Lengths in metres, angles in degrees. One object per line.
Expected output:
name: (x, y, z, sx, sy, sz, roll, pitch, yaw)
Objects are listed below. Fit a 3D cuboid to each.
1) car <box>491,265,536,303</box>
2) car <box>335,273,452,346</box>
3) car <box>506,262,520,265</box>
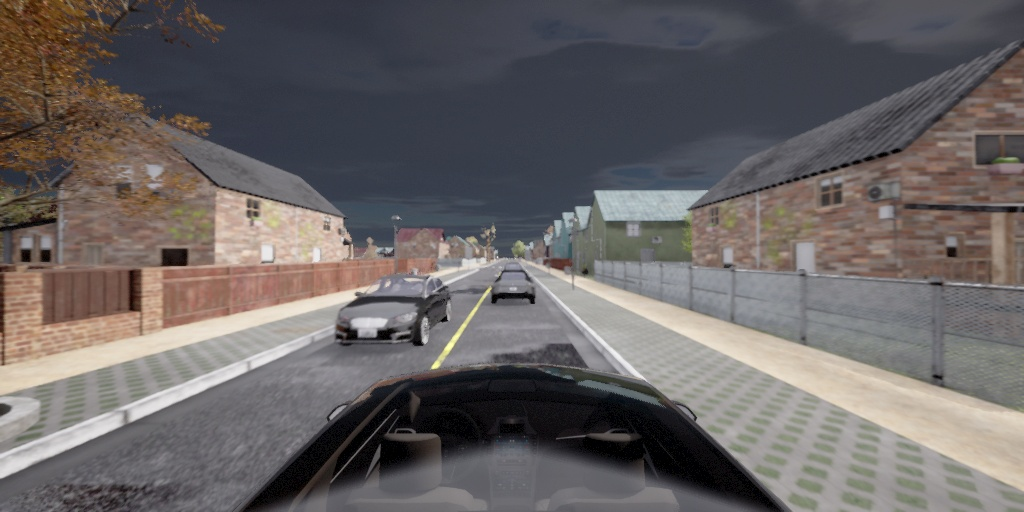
car: (0.075, 1.317, 16.785, 1.994, 1.385, 4.181, 0, 0, 1)
car: (-2.815, 1.242, 9.486, 2.128, 1.511, 4.902, 0, 0, 0)
car: (0.088, 1.302, 33.260, 2.033, 1.411, 5.357, 0, 0, 0)
